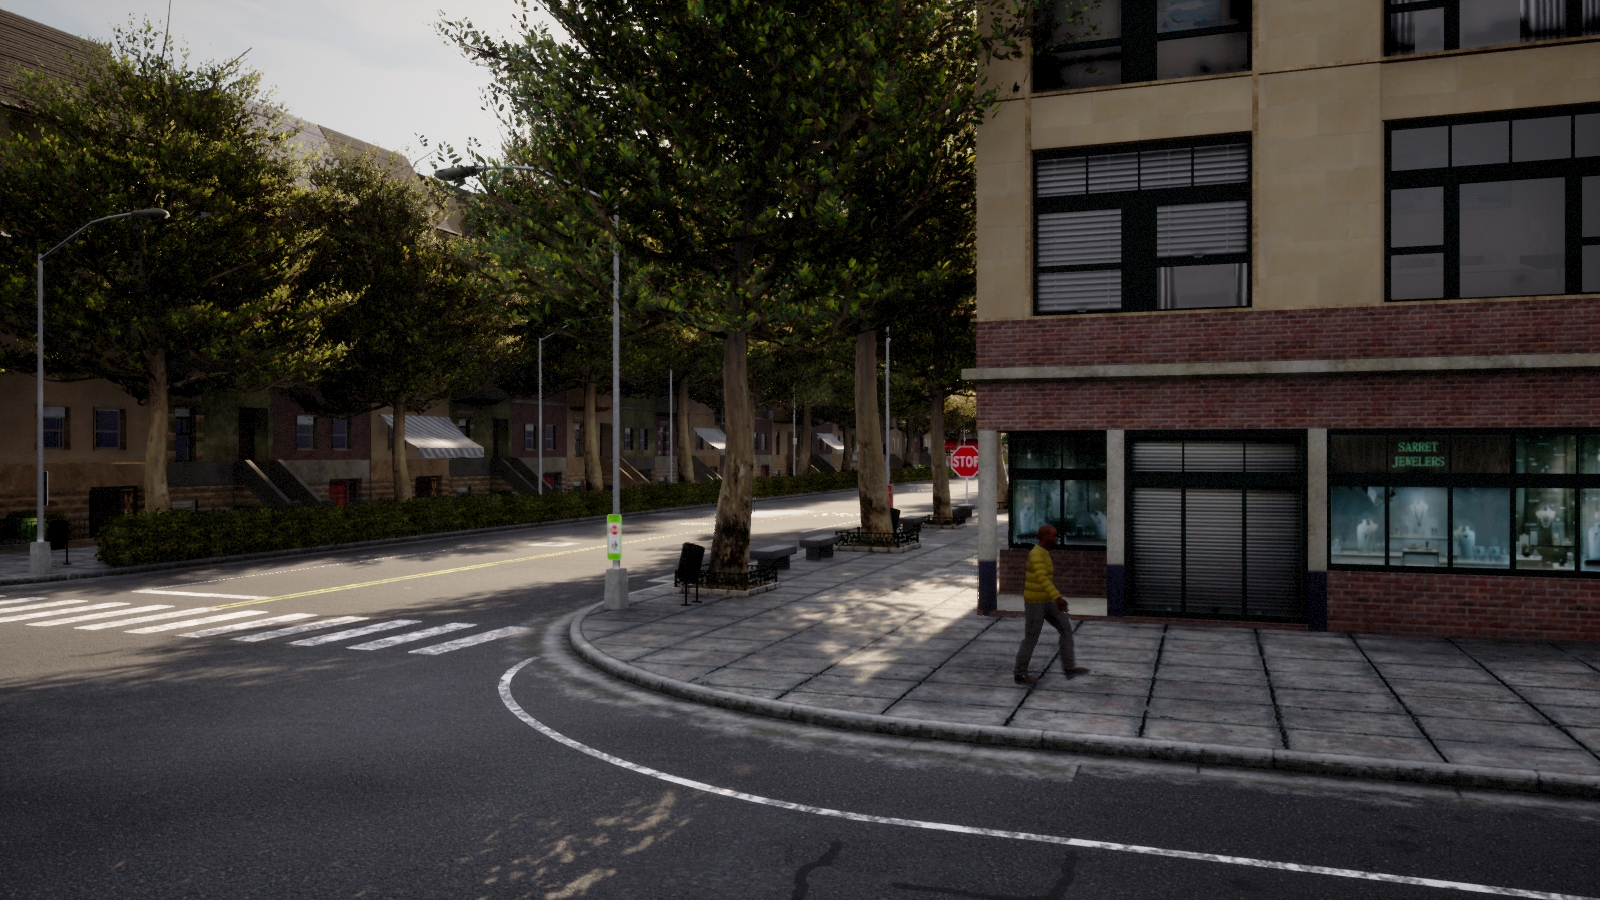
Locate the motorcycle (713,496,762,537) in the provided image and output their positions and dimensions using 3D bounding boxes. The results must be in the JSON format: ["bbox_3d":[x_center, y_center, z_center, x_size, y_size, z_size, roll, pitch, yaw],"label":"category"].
[{"bbox_3d":[-2.080,2.211,38.374,0.867,1.251,2.209,0,0,20],"label":"motorcycle"}]

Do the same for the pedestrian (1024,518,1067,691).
[{"bbox_3d":[2.735,1.697,12.714,0.375,1.860,0.375,0,0,27],"label":"pedestrian"}]
